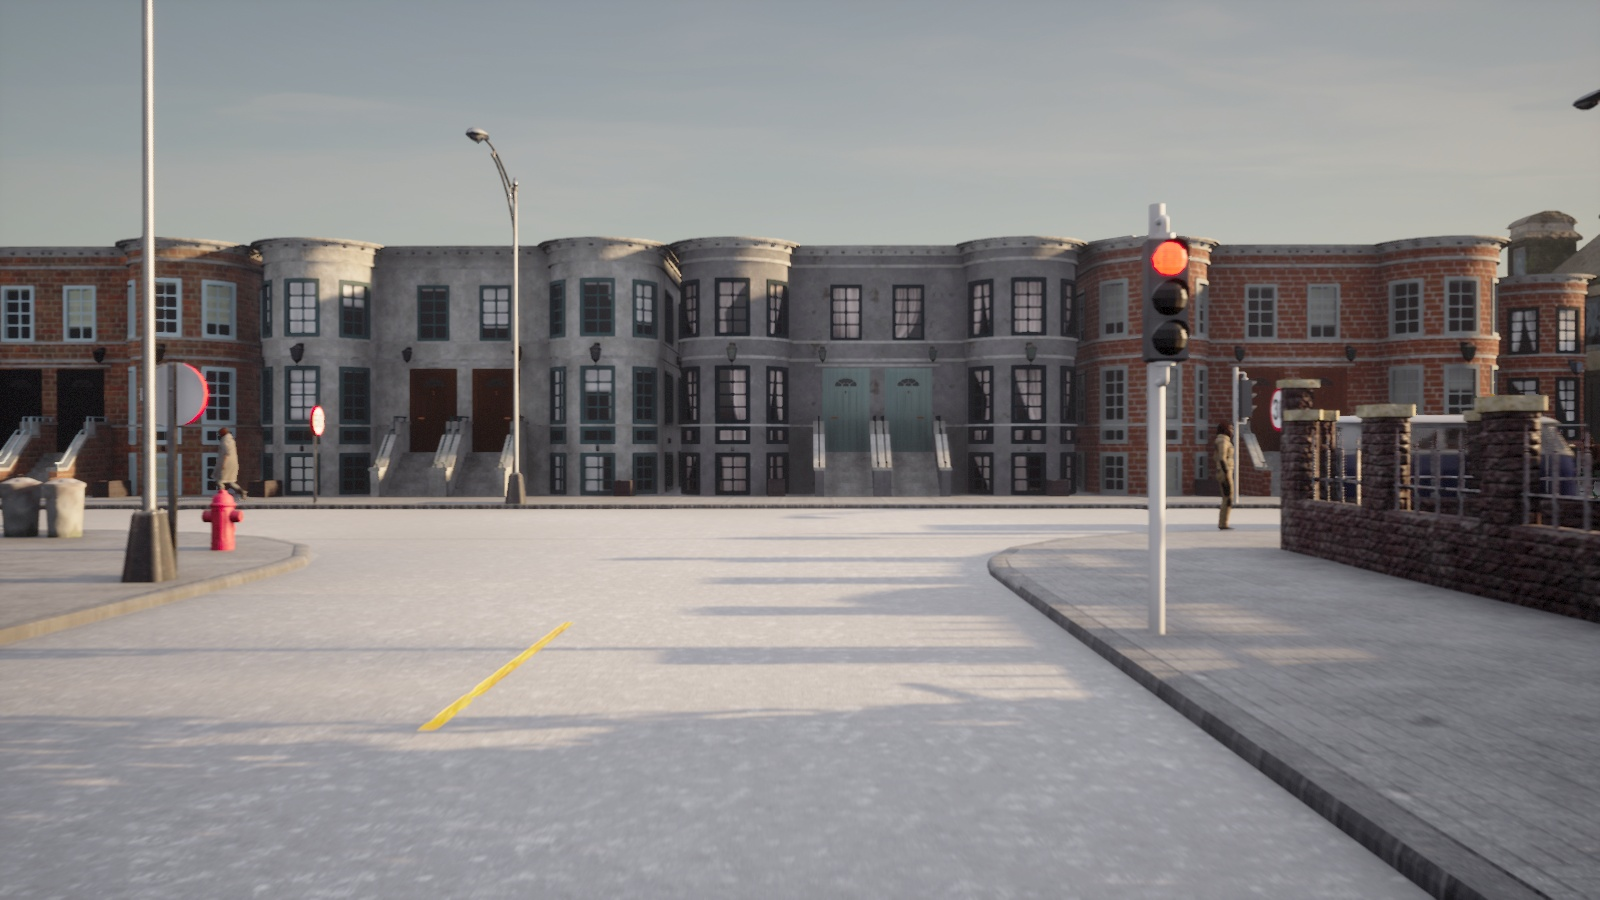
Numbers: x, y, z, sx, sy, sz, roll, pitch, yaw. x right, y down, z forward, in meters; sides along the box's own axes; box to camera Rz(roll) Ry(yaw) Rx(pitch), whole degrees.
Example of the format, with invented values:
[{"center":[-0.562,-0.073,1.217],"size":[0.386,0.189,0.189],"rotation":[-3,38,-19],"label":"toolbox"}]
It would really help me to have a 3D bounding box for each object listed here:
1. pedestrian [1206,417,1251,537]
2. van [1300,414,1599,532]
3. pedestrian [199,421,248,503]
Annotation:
[{"center":[7.008,0.436,20.538],"size":[0.692,1.930,0.396],"rotation":[0,0,18],"label":"pedestrian"},{"center":[11.346,0.384,22.037],"size":[4.442,1.987,1.775],"rotation":[0,0,0],"label":"van"},{"center":[-13.862,0.275,30.207],"size":[0.873,1.952,0.659],"rotation":[0,0,1],"label":"pedestrian"}]
